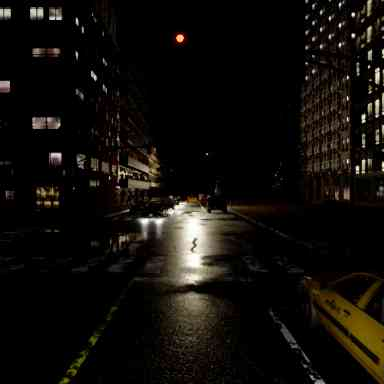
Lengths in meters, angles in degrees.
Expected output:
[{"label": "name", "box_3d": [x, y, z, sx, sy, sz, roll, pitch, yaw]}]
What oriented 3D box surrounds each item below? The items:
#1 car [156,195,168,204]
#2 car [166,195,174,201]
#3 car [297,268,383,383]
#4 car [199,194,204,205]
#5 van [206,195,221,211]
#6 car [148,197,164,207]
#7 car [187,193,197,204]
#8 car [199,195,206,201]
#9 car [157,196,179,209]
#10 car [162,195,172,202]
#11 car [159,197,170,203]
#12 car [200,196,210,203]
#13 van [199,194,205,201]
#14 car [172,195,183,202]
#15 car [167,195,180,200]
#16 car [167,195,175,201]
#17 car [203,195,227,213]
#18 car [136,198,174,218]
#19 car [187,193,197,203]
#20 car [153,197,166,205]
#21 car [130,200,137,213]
[{"label": "car", "box_3d": [-5.697, 1.487, 64.005, 1.967, 1.590, 4.097, 0, 0, 0]}, {"label": "car", "box_3d": [-5.696, 1.611, 85.941, 1.752, 1.417, 4.829, 0, 0, 0]}, {"label": "car", "box_3d": [2.686, 1.525, 4.129, 1.752, 1.417, 4.829, 0, 0, 0]}, {"label": "car", "box_3d": [2.683, 1.353, 58.478, 2.192, 1.841, 5.009, 0, 0, 0]}, {"label": "van", "box_3d": [2.684, 1.357, 41.898, 1.690, 1.788, 3.998, 0, 0, 0]}, {"label": "car", "box_3d": [-5.695, 1.580, 52.951, 2.008, 1.369, 4.403, 0, 0, 0]}, {"label": "car", "box_3d": [0.098, 1.526, 65.386, 1.882, 1.535, 5.008, 0, 0, 0]}, {"label": "car", "box_3d": [2.684, 1.611, 86.281, 1.752, 1.417, 4.829, 0, 0, 0]}, {"label": "car", "box_3d": [-3.094, 1.564, 42.588, 2.033, 1.411, 5.357, 0, 0, 0]}, {"label": "car", "box_3d": [-5.697, 1.505, 75.058, 1.967, 1.590, 4.097, 0, 0, 0]}, {"label": "car", "box_3d": [-5.696, 1.637, 69.532, 1.802, 1.307, 4.206, 0, 0, 0]}, {"label": "car", "box_3d": [2.684, 1.600, 69.532, 1.887, 1.381, 4.507, 0, 0, 0]}, {"label": "van", "box_3d": [2.682, 1.439, 91.637, 1.690, 1.788, 3.998, 0, 0, 0]}, {"label": "car", "box_3d": [-3.002, 1.335, 69.329, 2.033, 1.411, 5.357, 0, 0, 0]}, {"label": "car", "box_3d": [-3.056, 1.523, 54.438, 2.128, 1.511, 4.902, 0, 0, 0]}, {"label": "car", "box_3d": [-5.697, 1.642, 91.637, 1.887, 1.381, 4.507, 0, 0, 0]}, {"label": "car", "box_3d": [2.684, 1.326, 36.372, 2.192, 1.841, 5.009, 0, 0, 0]}, {"label": "car", "box_3d": [-3.268, 1.555, 30.624, 2.033, 1.411, 5.357, 0, 0, 4]}, {"label": "car", "box_3d": [0.000, 1.291, 75.861, 2.150, 2.045, 5.566, 0, 0, 0]}, {"label": "car", "box_3d": [-5.696, 1.582, 58.477, 1.887, 1.381, 4.507, 0, 0, 0]}, {"label": "car", "box_3d": [-5.694, 1.562, 36.371, 2.008, 1.369, 4.403, 0, 0, 0]}]
